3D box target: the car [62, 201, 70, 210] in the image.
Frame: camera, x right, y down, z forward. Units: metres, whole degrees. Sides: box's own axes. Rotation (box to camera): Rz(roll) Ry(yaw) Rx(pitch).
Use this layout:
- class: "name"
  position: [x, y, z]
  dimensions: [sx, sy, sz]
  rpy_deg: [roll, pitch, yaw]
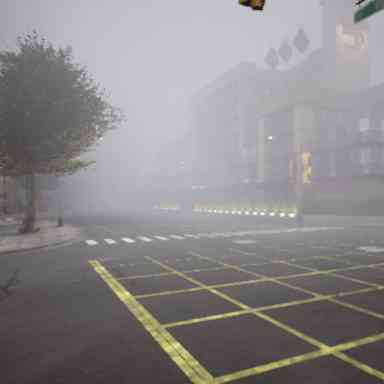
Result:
- class: "car"
  position: [-33.496, 3.952, 88.191]
  dimensions: [2.128, 1.511, 4.902]
  rpy_deg: [0, -2, -25]
